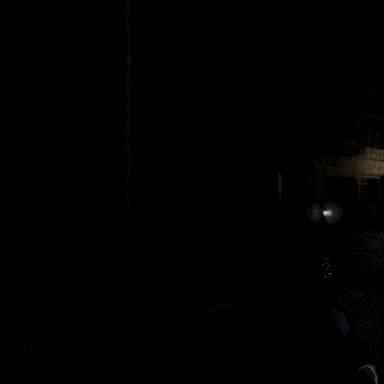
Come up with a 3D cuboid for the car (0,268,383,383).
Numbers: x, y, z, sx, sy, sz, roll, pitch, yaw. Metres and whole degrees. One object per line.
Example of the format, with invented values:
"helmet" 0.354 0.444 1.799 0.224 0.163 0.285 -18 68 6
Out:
"car" 0.016 1.546 3.081 5.357 1.411 2.033 0 0 -36
